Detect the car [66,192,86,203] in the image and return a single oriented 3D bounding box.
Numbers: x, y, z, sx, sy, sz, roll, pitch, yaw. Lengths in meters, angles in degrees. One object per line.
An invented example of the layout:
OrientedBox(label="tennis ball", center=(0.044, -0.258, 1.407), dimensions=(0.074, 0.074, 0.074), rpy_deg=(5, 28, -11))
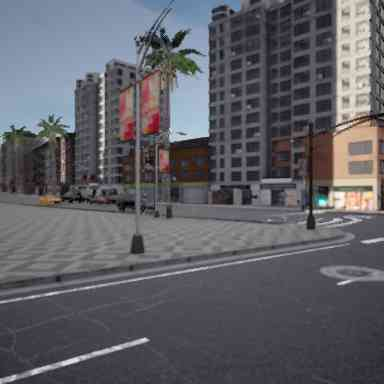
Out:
OrientedBox(label="car", center=(-21.932, 1.000, 60.685), dimensions=(2.150, 2.045, 5.566), rpy_deg=(0, 0, -44))

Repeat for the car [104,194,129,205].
OrientedBox(label="car", center=(-12.847, 1.195, 56.368), dimensions=(4.553, 1.767, 2.097), rpy_deg=(0, 0, 45))

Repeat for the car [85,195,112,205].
OrientedBox(label="car", center=(-14.838, 1.371, 53.769), dimensions=(4.674, 1.442, 1.812), rpy_deg=(0, 0, 45))

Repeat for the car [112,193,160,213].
OrientedBox(label="car", center=(-5.985, 1.155, 36.515), dimensions=(5.566, 2.045, 2.150), rpy_deg=(0, 0, 42))

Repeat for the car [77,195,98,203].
OrientedBox(label="car", center=(-19.893, 1.281, 63.248), dimensions=(1.837, 1.490, 4.892), rpy_deg=(0, 0, -44))

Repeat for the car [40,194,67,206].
OrientedBox(label="car", center=(-21.732, 1.304, 51.283), dimensions=(5.008, 1.535, 1.882), rpy_deg=(0, 0, 45))
